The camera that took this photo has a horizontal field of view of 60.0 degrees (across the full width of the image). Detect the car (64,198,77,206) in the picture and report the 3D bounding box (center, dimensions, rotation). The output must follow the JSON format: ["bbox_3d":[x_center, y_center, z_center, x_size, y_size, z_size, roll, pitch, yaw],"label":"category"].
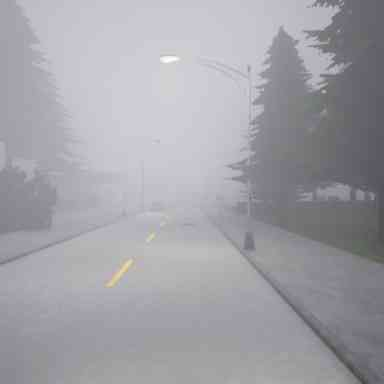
[{"bbox_3d":[-24.889,2.058,68.176,1.845,1.501,3.633,0,-1,-1],"label":"car"}]

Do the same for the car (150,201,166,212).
[{"bbox_3d":[-4.721,1.955,46.287,2.128,1.511,4.902,0,-1,0],"label":"car"}]
